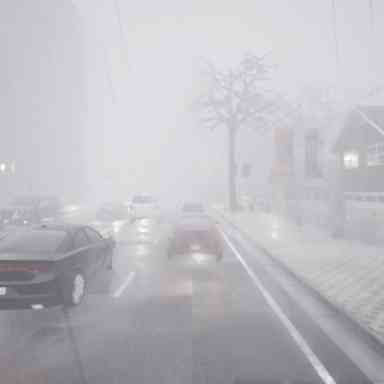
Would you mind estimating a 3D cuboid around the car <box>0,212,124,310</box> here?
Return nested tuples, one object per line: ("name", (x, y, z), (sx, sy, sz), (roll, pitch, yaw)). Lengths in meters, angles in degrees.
("car", (-3.152, 1.464, 7.906), (1.882, 1.535, 5.008), (0, 0, 0))

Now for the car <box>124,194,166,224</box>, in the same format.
("car", (-3.159, 1.171, 24.347), (2.150, 2.045, 5.566), (0, 0, 0))

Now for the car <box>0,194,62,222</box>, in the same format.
("car", (-9.853, 1.182, 20.382), (2.150, 2.045, 5.566), (0, 0, 0))

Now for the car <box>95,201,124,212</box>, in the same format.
("car", (-6.585, 1.466, 27.576), (1.812, 1.442, 4.674), (0, 0, 0))

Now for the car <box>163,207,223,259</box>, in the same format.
("car", (0.096, 1.504, 12.378), (1.812, 1.442, 4.674), (0, 0, 0))

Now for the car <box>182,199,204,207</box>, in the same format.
("car", (0.090, 1.410, 30.021), (1.882, 1.535, 5.008), (0, 0, 0))
